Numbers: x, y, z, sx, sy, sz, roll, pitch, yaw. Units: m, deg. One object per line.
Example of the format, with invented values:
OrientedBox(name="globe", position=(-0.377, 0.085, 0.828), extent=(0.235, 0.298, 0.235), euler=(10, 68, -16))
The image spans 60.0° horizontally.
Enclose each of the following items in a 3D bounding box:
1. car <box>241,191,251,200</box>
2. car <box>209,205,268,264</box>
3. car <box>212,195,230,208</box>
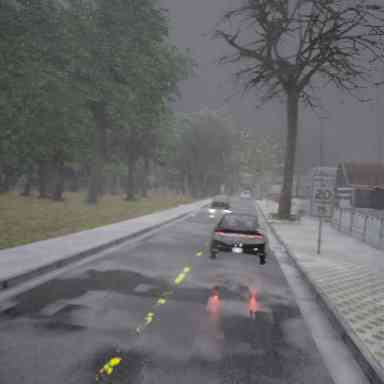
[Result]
OrientedBox(name="car", position=(12.722, 0.759, 78.720), extent=(2.150, 2.045, 5.566), euler=(4, 1, 9))
OrientedBox(name="car", position=(1.780, 1.542, 12.423), extent=(2.128, 1.511, 4.902), euler=(4, 1, 9))
OrientedBox(name="car", position=(3.512, 1.149, 39.820), extent=(1.882, 1.535, 5.008), euler=(4, 1, 9))
